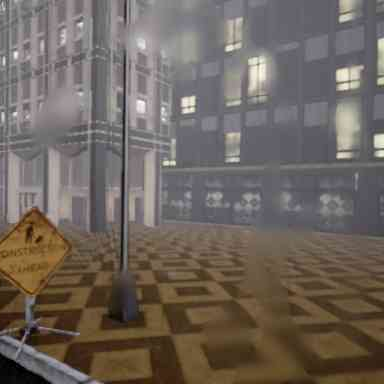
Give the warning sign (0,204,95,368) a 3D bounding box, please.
[{"bbox_3d":[-2.276,1.123,4.717,1.060,1.860,1.300,1,0,36],"label":"warning sign"}]
